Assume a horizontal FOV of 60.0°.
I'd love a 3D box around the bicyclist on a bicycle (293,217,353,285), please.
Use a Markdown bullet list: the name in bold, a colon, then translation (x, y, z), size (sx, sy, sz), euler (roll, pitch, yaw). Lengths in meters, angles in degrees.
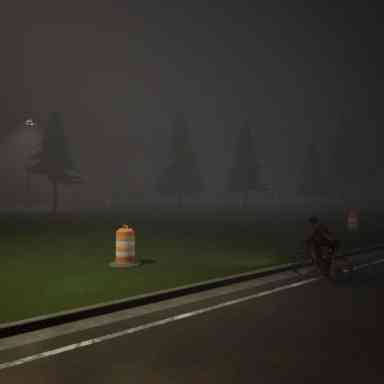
- **bicyclist on a bicycle**: translation (3.228, 1.455, 8.398), size (0.582, 1.620, 1.656), euler (0, -2, -37)
